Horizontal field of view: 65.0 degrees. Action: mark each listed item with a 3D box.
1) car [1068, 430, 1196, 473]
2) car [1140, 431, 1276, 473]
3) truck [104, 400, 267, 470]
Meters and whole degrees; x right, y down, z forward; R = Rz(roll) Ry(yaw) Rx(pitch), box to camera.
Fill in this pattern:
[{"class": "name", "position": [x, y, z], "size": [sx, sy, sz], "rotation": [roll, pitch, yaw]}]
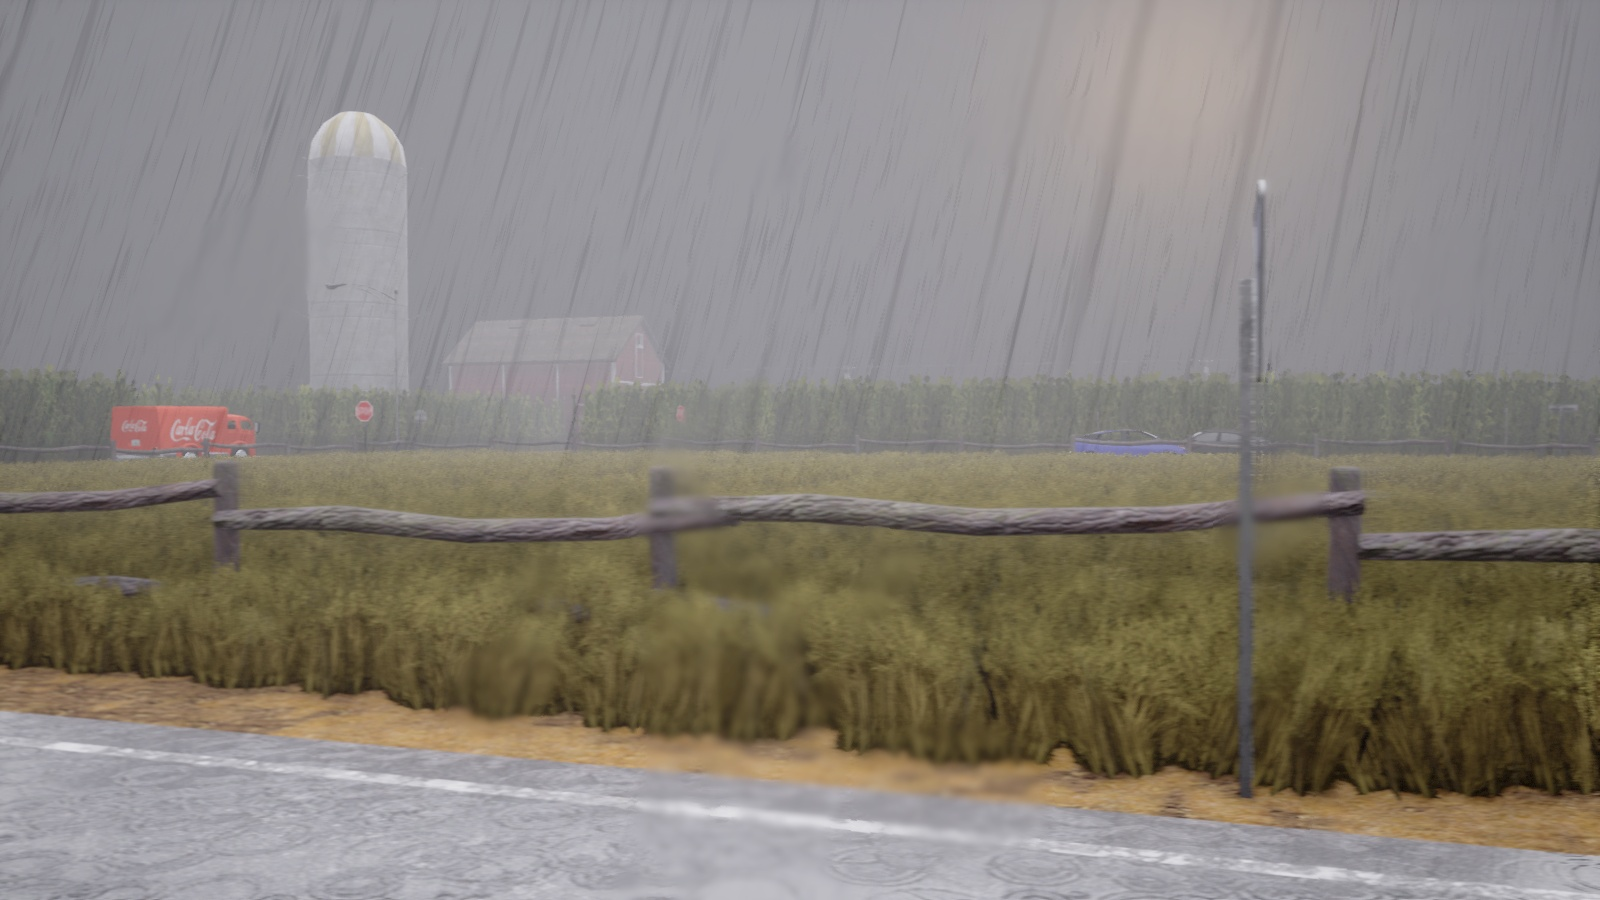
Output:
[{"class": "car", "position": [12.560, 0.034, 47.430], "size": [4.514, 1.525, 2.007], "rotation": [1, 1, 19]}, {"class": "car", "position": [16.056, 0.054, 49.492], "size": [5.008, 1.535, 1.882], "rotation": [1, 1, 19]}, {"class": "truck", "position": [-23.036, -0.580, 47.355], "size": [2.627, 2.467, 5.204], "rotation": [1, 1, 19]}]
